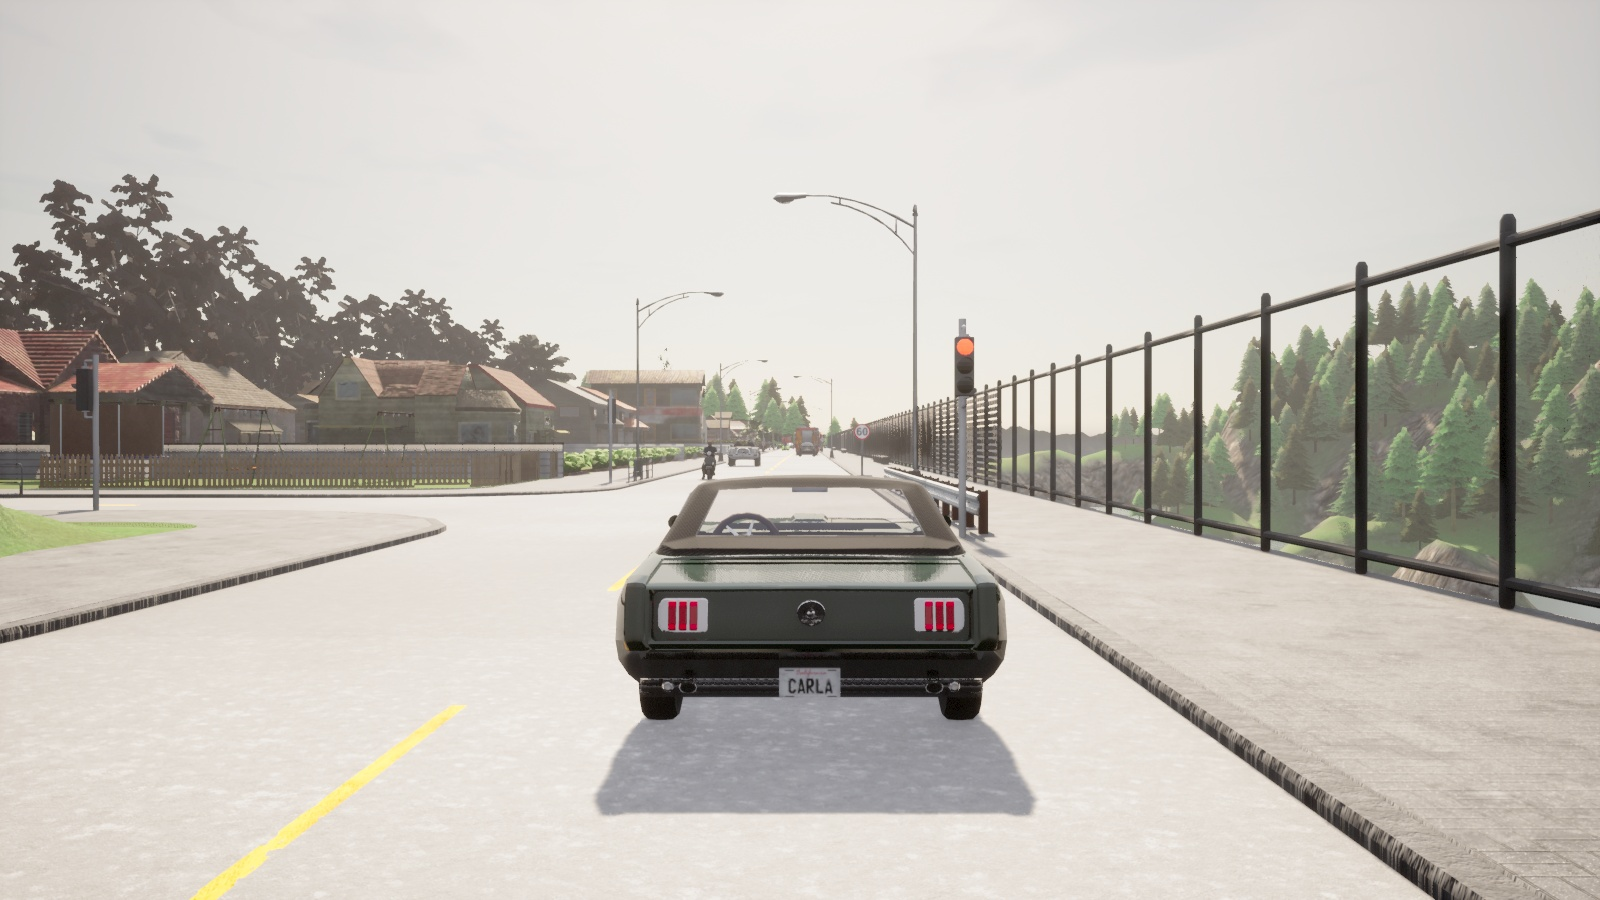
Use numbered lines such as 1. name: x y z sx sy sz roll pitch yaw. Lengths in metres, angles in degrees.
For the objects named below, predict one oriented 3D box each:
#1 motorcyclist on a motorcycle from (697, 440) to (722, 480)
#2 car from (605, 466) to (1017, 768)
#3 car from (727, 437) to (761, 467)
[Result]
1. motorcyclist on a motorcycle: -3.688 0.407 51.439 0.866 1.590 1.817 0 0 0
2. car: 0.062 0.801 8.138 1.895 1.301 4.718 0 0 0
3. car: -3.522 0.109 79.984 1.932 1.855 4.605 0 0 0
